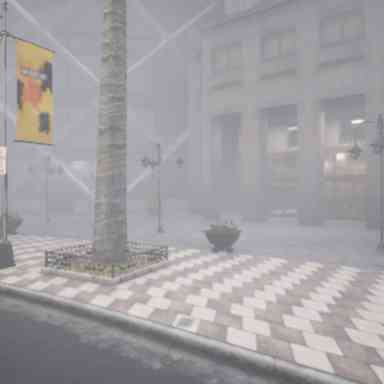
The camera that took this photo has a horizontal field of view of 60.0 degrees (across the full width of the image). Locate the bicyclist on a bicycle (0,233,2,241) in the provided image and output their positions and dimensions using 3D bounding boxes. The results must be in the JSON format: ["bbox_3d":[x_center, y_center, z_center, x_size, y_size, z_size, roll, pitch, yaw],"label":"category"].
[{"bbox_3d":[-7.650,1.293,12.077,0.582,1.620,1.656,0,0,23],"label":"bicyclist on a bicycle"}]
